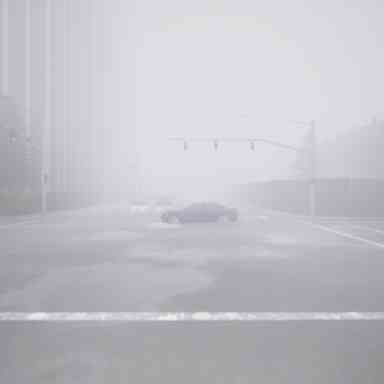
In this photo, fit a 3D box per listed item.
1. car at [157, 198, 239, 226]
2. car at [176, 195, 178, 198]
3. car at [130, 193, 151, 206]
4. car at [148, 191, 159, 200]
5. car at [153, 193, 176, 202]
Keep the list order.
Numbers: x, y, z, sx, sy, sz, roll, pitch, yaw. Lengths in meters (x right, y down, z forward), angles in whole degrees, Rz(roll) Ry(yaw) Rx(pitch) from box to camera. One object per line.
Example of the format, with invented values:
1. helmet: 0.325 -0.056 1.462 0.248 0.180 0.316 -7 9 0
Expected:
1. car: 0.506 1.368 21.526 5.008 1.535 1.882 0 0 0
2. car: -3.579 1.087 61.039 2.033 1.411 5.357 0 0 1
3. car: -7.114 1.223 45.184 1.994 1.385 4.181 0 0 0
4. car: -7.081 0.760 60.835 2.150 2.045 5.566 0 1 1
5. car: -3.617 1.207 45.046 2.033 1.411 5.357 0 0 0
